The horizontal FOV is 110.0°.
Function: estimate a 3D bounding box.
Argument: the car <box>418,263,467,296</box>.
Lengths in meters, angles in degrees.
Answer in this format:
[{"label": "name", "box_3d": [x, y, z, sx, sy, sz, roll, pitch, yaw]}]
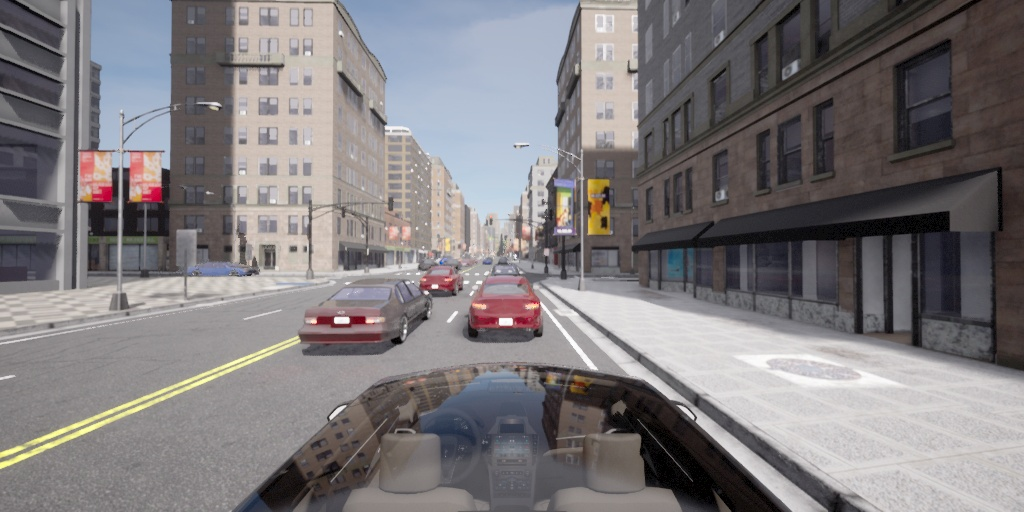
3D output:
[{"label": "car", "box_3d": [-3.660, 1.261, 19.057, 1.812, 1.442, 4.674, 0, 0, -1]}]

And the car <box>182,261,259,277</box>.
[{"label": "car", "box_3d": [-24.832, 1.168, 30.668, 5.357, 1.411, 2.033, 0, -1, -2]}]

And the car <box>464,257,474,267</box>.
[{"label": "car", "box_3d": [-8.208, 1.193, 63.022, 1.812, 1.442, 4.674, 0, 0, -1]}]

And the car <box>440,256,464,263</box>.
[{"label": "car", "box_3d": [-7.836, 1.173, 47.375, 1.882, 1.535, 5.008, 0, 0, -2]}]

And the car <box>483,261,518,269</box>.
[{"label": "car", "box_3d": [-0.404, 1.227, 19.234, 2.128, 1.511, 4.902, 0, 0, -3]}]

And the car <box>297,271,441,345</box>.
[{"label": "car", "box_3d": [-3.409, 1.293, 9.469, 2.033, 1.411, 5.357, 0, 0, -2]}]

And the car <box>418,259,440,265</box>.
[{"label": "car", "box_3d": [-11.085, 1.173, 47.375, 1.882, 1.535, 5.008, 0, 0, -1]}]

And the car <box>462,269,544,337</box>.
[{"label": "car", "box_3d": [-0.179, 1.270, 10.150, 1.812, 1.442, 4.674, 0, 0, -1]}]
